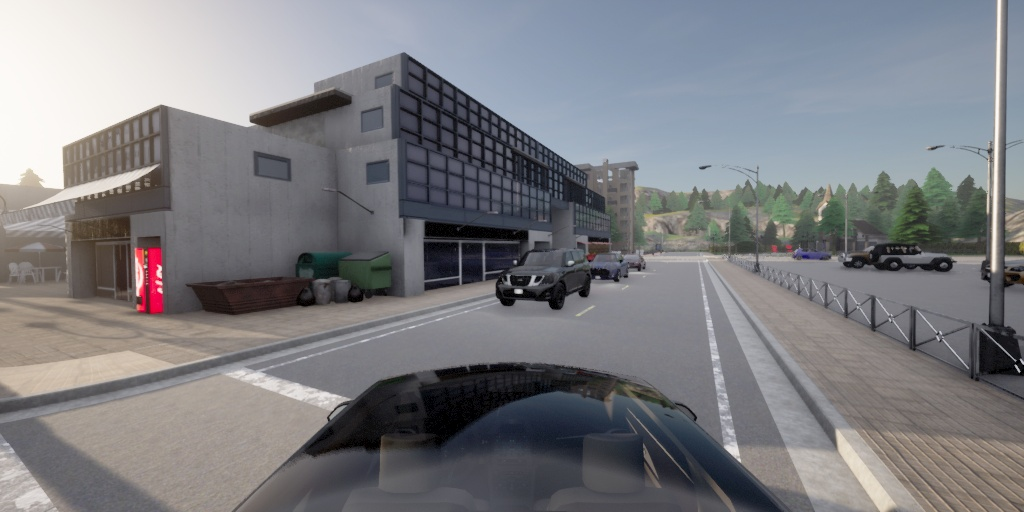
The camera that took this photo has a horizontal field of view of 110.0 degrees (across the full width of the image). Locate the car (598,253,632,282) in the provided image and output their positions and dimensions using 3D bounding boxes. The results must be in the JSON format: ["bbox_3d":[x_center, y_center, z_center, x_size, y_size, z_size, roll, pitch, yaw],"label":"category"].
[{"bbox_3d":[5.967,0.601,22.633,2.097,1.767,4.553,0,1,27],"label":"car"}]

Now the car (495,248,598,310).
[{"bbox_3d":[1.469,0.715,13.885,2.150,2.045,5.566,0,1,27],"label":"car"}]

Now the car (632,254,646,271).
[{"bbox_3d":[10.651,0.521,31.730,1.812,1.442,4.674,0,1,27],"label":"car"}]
